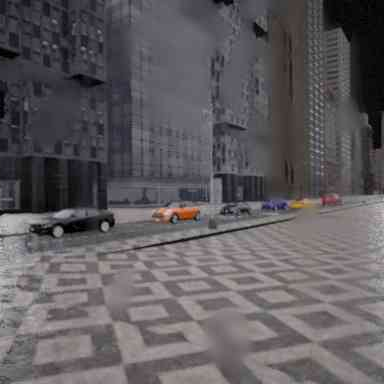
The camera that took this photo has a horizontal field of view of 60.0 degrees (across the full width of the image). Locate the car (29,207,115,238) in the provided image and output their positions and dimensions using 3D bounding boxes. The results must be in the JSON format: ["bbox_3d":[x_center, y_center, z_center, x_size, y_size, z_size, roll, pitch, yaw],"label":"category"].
[{"bbox_3d":[-6.746,1.650,19.119,1.882,1.535,5.008,-1,0,36],"label":"car"}]

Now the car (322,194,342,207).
[{"bbox_3d":[22.916,1.290,54.450,2.150,2.045,5.566,-1,0,36],"label":"car"}]

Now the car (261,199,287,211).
[{"bbox_3d":[10.600,1.607,42.878,1.882,1.535,5.008,-1,0,38],"label":"car"}]

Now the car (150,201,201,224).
[{"bbox_3d":[-1.276,1.511,26.637,2.097,1.767,4.553,-1,0,36],"label":"car"}]

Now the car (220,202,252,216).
[{"bbox_3d":[4.604,1.708,34.712,1.994,1.385,4.181,-1,0,36],"label":"car"}]

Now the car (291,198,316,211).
[{"bbox_3d":[14.324,1.567,42.642,1.882,1.535,5.008,-1,-1,36],"label":"car"}]
